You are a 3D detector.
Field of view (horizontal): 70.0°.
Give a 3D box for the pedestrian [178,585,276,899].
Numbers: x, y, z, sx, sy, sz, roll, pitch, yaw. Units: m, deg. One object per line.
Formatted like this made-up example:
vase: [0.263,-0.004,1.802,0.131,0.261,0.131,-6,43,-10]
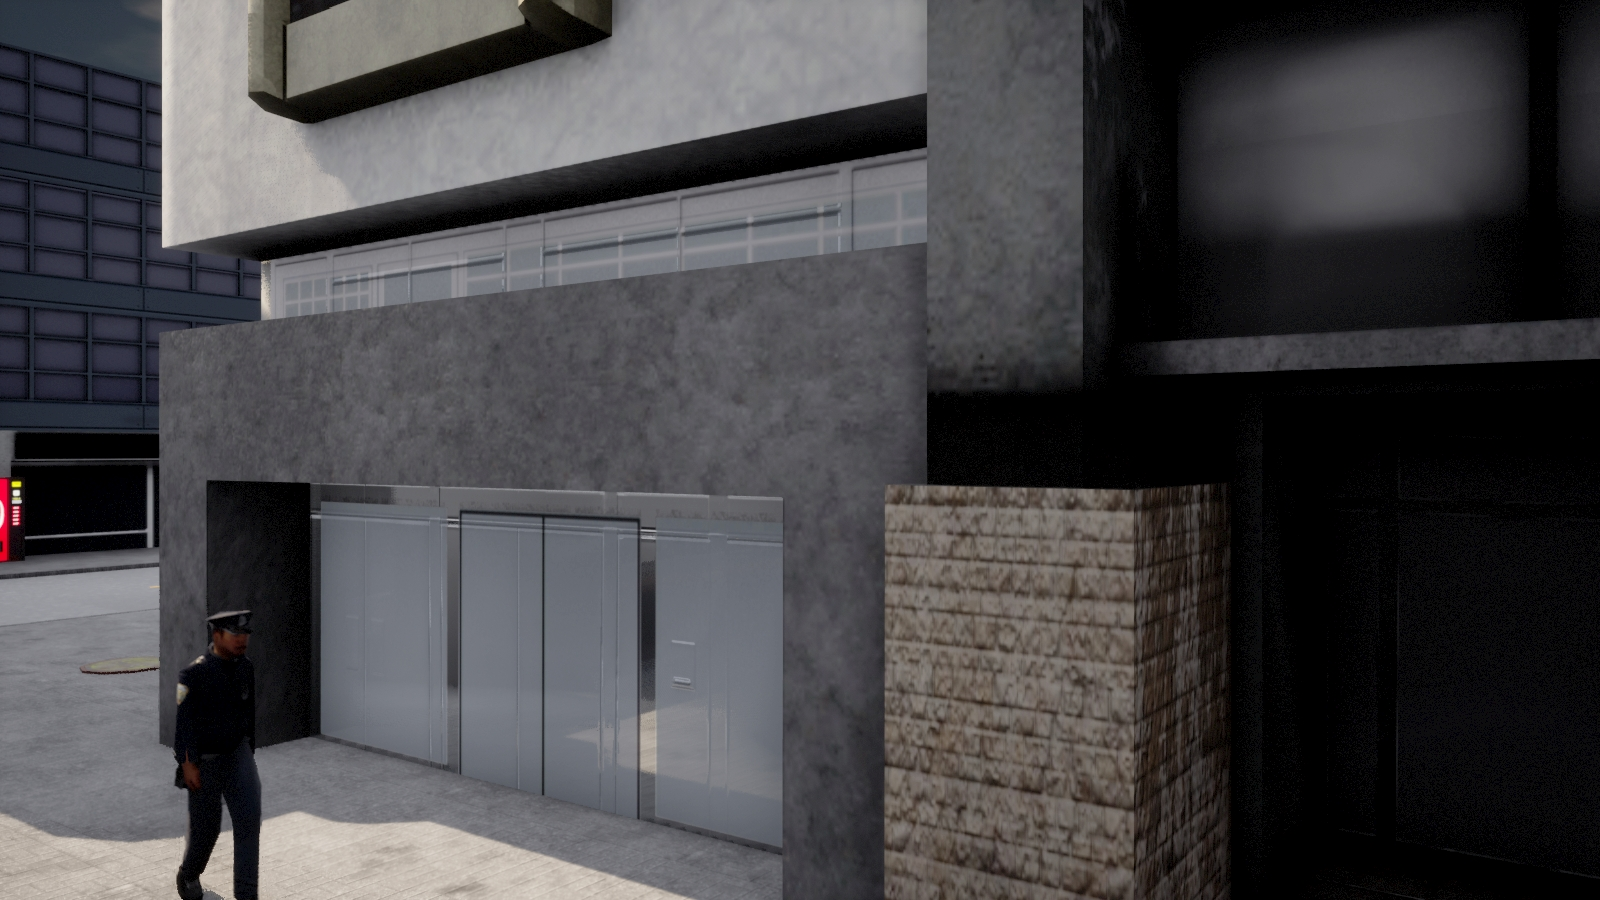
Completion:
pedestrian: [-3.328,1.744,6.644,0.375,1.860,0.375,0,0,35]
